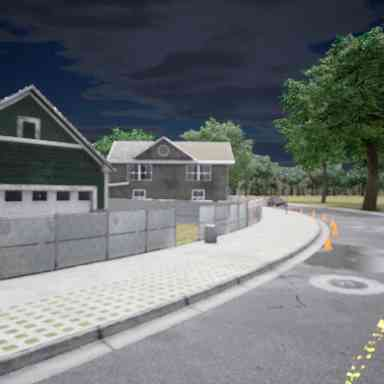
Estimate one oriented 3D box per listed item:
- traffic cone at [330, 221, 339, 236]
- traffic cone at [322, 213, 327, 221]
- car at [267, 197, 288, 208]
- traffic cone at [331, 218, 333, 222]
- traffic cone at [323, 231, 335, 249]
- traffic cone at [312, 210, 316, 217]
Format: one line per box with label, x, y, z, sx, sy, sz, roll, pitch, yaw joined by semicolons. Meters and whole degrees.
traffic cone;7.658;2.018;17.788;0.340;0.580;0.340;0;0;24
traffic cone;10.678;2.022;26.812;0.340;0.580;0.340;0;0;13
car;12.841;1.554;50.432;1.837;1.490;4.892;0;0;-7
traffic cone;9.382;2.023;22.229;0.340;0.580;0.340;0;0;19
traffic cone;5.523;2.010;13.529;0.340;0.580;0.340;0;0;29
traffic cone;11.536;2.019;31.499;0.340;0.580;0.340;0;0;8
